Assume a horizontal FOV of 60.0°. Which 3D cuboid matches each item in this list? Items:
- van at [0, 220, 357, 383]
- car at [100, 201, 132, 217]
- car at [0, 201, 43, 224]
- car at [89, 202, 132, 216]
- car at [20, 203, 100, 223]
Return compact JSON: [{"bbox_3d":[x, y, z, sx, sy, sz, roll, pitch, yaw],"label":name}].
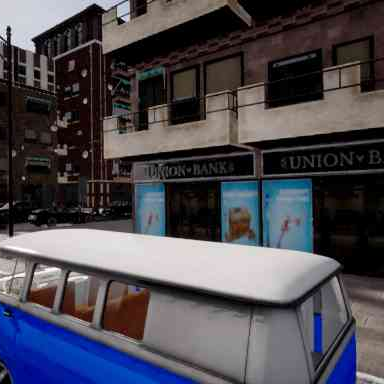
[{"bbox_3d":[-0.550,1.342,3.242,3.998,1.788,1.690,0,-1,35],"label":"van"},{"bbox_3d":[-7.371,1.671,34.064,2.128,1.511,4.902,-1,-1,36],"label":"car"},{"bbox_3d":[-13.447,1.474,25.733,2.097,1.767,4.553,-1,-1,36],"label":"car"},{"bbox_3d":[-8.852,1.798,36.432,1.947,1.339,4.313,-2,-1,36],"label":"car"},{"bbox_3d":[-8.723,1.583,22.381,1.947,1.339,4.313,-2,-1,36],"label":"car"}]
